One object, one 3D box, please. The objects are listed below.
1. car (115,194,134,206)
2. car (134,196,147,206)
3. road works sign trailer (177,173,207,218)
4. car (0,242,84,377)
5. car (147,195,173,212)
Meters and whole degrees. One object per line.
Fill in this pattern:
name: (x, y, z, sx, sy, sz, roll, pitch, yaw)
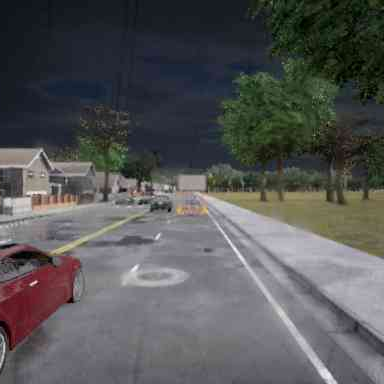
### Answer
car: (-9.817, 1.051, 48.922, 2.097, 1.767, 4.553, 0, 0, 0)
car: (-6.574, 1.251, 47.915, 2.033, 1.411, 5.357, 0, 0, 0)
road works sign trailer: (0.001, 0.287, 27.088, 2.380, 3.560, 2.880, 0, 0, 0)
car: (-3.150, 1.491, 5.060, 1.812, 1.442, 4.674, 0, 0, 0)
car: (-3.148, 1.127, 35.298, 2.097, 1.767, 4.553, 0, 0, 0)
